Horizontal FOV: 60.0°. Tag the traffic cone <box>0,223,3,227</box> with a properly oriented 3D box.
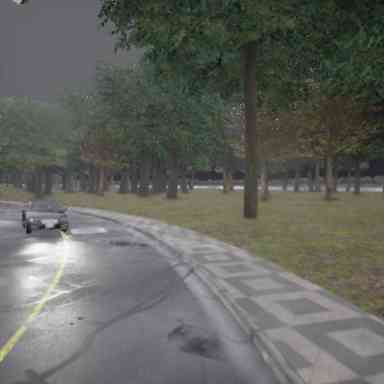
[{"bbox_3d":[-8.177,1.721,13.827,0.340,0.580,0.340,0,2,-25],"label":"traffic cone"}]

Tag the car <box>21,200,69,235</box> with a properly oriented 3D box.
[{"bbox_3d":[-7.547,1.184,16.986,2.128,1.511,4.902,0,1,-30],"label":"car"}]
